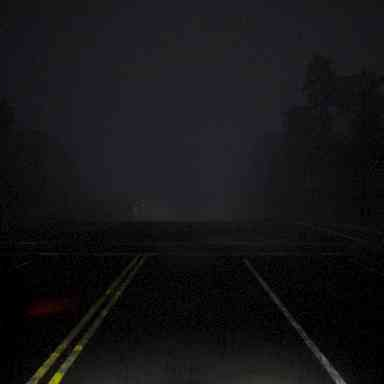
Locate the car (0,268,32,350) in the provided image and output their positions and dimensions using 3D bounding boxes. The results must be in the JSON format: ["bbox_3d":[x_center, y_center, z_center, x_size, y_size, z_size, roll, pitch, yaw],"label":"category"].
[{"bbox_3d":[-3.545,1.551,3.089,2.033,1.411,5.357,0,0,1],"label":"car"}]
